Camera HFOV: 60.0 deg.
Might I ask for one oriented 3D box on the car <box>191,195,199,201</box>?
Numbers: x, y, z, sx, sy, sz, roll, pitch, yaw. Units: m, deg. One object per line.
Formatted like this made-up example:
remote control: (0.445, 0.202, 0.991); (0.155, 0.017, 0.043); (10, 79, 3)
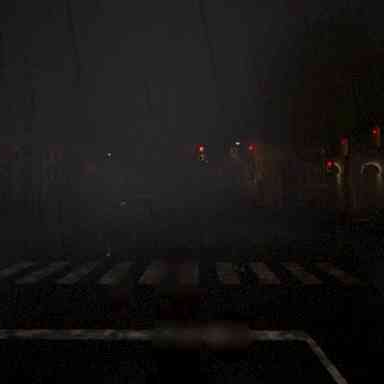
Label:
car: (0.719, 1.437, 78.599); (2.128, 1.511, 4.902); (0, 0, 1)

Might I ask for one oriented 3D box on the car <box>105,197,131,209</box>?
car: (-10.348, 1.540, 45.790); (2.033, 1.411, 5.357); (0, 0, 2)

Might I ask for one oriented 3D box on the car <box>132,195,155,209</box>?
car: (-6.545, 1.540, 45.590); (2.033, 1.411, 5.357); (0, 0, -4)

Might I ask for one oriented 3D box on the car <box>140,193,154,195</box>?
car: (-9.949, 1.214, 69.008); (2.150, 2.045, 5.566); (0, 0, 1)

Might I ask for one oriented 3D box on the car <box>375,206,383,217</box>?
car: (18.595, 1.521, 29.174); (4.674, 1.442, 1.812); (0, 0, 1)

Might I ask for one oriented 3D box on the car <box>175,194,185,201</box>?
car: (-2.781, 1.267, 78.628); (2.097, 1.767, 4.553); (0, 0, 1)

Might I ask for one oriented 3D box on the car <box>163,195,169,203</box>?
car: (-6.445, 1.589, 69.235); (1.895, 1.301, 4.718); (0, 0, 1)

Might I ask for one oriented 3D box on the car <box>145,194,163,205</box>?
car: (-6.680, 1.516, 57.479); (1.812, 1.442, 4.674); (0, 0, 1)

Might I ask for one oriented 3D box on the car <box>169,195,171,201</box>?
car: (-6.221, 1.452, 82.120); (1.882, 1.535, 5.008); (0, 0, 1)

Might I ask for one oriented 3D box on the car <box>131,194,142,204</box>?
car: (-10.174, 1.555, 58.026); (1.994, 1.385, 4.181); (0, 0, 1)
